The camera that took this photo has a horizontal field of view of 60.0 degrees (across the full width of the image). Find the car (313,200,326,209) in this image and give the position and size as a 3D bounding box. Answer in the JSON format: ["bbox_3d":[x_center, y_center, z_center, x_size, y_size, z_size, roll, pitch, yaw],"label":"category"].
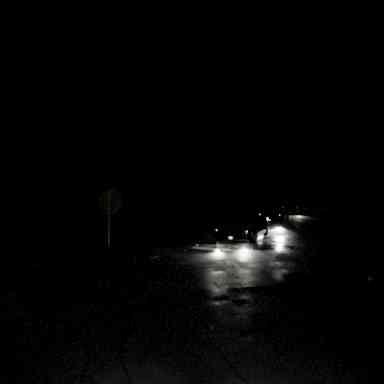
[{"bbox_3d":[22.430,2.135,58.401,1.837,1.490,4.892,0,-2,19],"label":"car"}]

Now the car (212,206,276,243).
[{"bbox_3d":[2.705,1.626,16.947,2.033,1.411,5.357,0,-1,23],"label":"car"}]

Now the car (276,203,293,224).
[{"bbox_3d":[6.576,1.784,26.485,1.895,1.301,4.718,0,-1,23],"label":"car"}]

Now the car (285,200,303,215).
[{"bbox_3d":[11.412,1.667,37.930,2.097,1.767,4.553,0,-1,22],"label":"car"}]
